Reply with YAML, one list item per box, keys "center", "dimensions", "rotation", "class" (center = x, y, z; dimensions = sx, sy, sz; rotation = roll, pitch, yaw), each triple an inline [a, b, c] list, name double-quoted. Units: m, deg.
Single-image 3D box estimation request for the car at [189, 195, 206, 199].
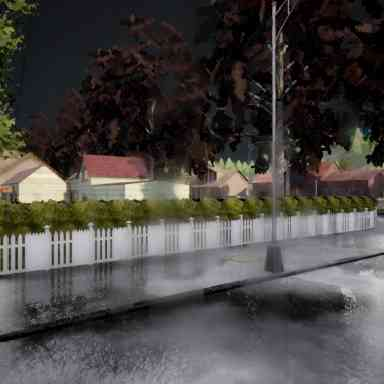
- center: [1.586, 1.548, 45.042]
  dimensions: [2.033, 1.411, 5.357]
  rotation: [0, 0, -36]
  class: "car"
